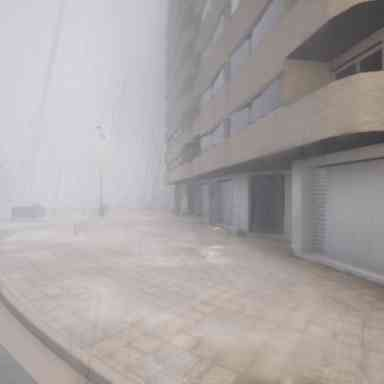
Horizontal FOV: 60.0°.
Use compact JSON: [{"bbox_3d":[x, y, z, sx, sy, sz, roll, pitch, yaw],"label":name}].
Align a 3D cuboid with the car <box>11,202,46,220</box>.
[{"bbox_3d":[-14.699,1.667,30.089,1.882,1.535,5.008,0,-1,-11],"label":"car"}]
